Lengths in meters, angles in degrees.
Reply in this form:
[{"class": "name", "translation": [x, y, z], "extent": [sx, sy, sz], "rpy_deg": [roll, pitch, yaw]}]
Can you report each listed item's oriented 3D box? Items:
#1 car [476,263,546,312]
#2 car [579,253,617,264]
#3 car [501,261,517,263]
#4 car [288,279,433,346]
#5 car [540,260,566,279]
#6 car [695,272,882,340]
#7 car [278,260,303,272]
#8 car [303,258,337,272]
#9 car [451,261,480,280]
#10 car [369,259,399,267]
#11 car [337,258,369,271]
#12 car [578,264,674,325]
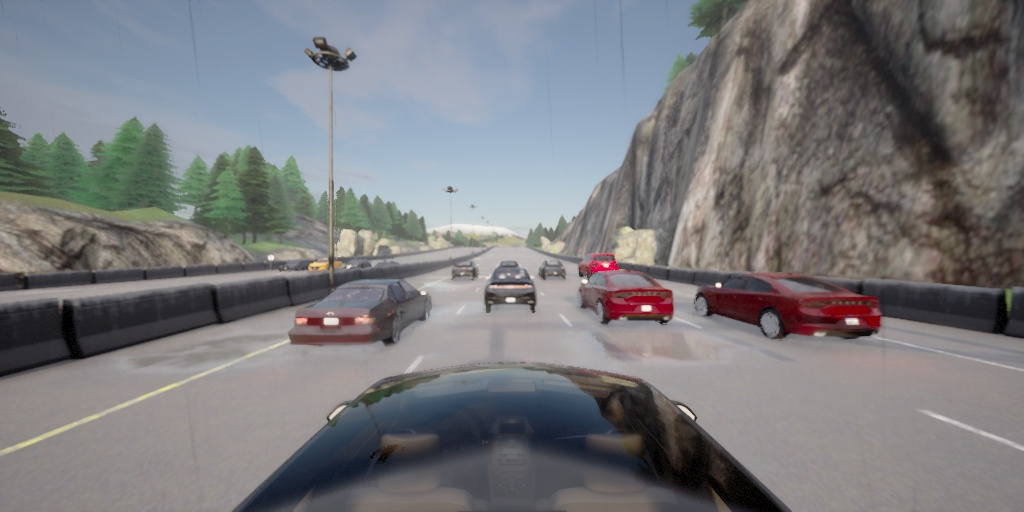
[{"class": "car", "translation": [-0.060, 1.213, 14.178], "extent": [2.128, 1.511, 4.902], "rpy_deg": [0, 0, -1]}, {"class": "car", "translation": [6.753, 0.797, 28.579], "extent": [2.150, 2.045, 5.566], "rpy_deg": [0, 0, -1]}, {"class": "car", "translation": [-0.258, 1.109, 29.507], "extent": [1.837, 1.490, 4.892], "rpy_deg": [0, 1, -1]}, {"class": "car", "translation": [-3.518, 1.306, 9.464], "extent": [2.033, 1.411, 5.357], "rpy_deg": [0, 0, 0]}, {"class": "car", "translation": [3.242, 1.078, 29.430], "extent": [2.128, 1.511, 4.902], "rpy_deg": [0, 1, -1]}, {"class": "car", "translation": [6.978, 1.180, 9.844], "extent": [1.882, 1.535, 5.008], "rpy_deg": [0, 0, 0]}, {"class": "car", "translation": [-25.088, 1.138, 41.694], "extent": [1.994, 1.385, 4.181], "rpy_deg": [0, 1, -1]}, {"class": "car", "translation": [-21.591, 1.034, 41.679], "extent": [1.882, 1.535, 5.008], "rpy_deg": [0, 1, -1]}, {"class": "car", "translation": [-3.757, 1.115, 29.344], "extent": [2.128, 1.511, 4.902], "rpy_deg": [0, 1, -1]}, {"class": "car", "translation": [-14.596, 1.081, 41.906], "extent": [1.994, 1.385, 4.181], "rpy_deg": [0, 1, -1]}, {"class": "car", "translation": [-18.098, 1.022, 42.223], "extent": [2.128, 1.511, 4.902], "rpy_deg": [0, 1, -1]}, {"class": "car", "translation": [3.463, 1.192, 11.770], "extent": [1.882, 1.535, 5.008], "rpy_deg": [0, 0, 0]}]
